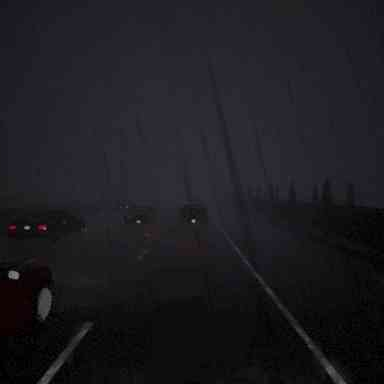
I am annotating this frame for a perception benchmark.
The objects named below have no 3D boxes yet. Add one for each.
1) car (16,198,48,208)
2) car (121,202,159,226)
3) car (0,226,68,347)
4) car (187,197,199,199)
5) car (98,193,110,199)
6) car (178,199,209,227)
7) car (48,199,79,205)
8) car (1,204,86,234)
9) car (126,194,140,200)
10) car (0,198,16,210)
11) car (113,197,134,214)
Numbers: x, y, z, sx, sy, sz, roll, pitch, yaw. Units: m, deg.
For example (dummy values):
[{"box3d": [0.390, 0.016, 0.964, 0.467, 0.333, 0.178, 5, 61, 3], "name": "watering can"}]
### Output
[{"box3d": [-17.602, 1.481, 38.164, 2.128, 1.511, 4.902, 0, 0, 0], "name": "car"}, {"box3d": [-3.405, 1.593, 23.411, 1.895, 1.301, 4.718, 0, 0, 0], "name": "car"}, {"box3d": [-3.401, 1.476, 3.960, 1.882, 1.535, 5.008, 0, 0, 0], "name": "car"}, {"box3d": [0.090, 1.339, 40.014, 2.097, 1.767, 4.553, 0, 0, 0], "name": "car"}, {"box3d": [-20.978, 1.016, 79.356, 2.097, 1.767, 4.553, 0, 0, 2], "name": "car"}, {"box3d": [0.095, 1.498, 22.592, 1.837, 1.490, 4.892, 0, 0, 0], "name": "car"}, {"box3d": [-14.103, 1.514, 37.635, 1.812, 1.442, 4.674, 0, 0, 0], "name": "car"}, {"box3d": [-6.905, 1.542, 16.435, 2.033, 1.411, 5.357, 0, 0, 0], "name": "car"}, {"box3d": [-13.981, 1.190, 79.169, 2.128, 1.511, 4.902, 0, 0, 2], "name": "car"}, {"box3d": [-21.101, 1.481, 38.143, 2.128, 1.511, 4.902, 0, 0, 0], "name": "car"}, {"box3d": [-6.909, 1.536, 34.892, 2.033, 1.411, 5.357, 0, 0, 0], "name": "car"}]
